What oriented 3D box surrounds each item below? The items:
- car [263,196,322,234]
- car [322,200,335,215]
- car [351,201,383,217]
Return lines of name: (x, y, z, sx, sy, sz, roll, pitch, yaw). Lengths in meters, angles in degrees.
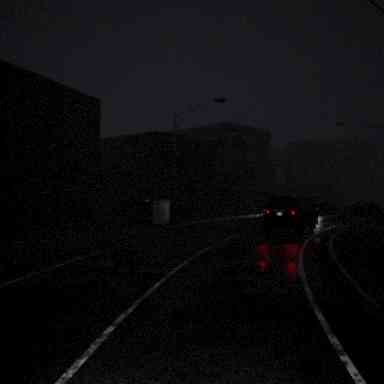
car: (5.971, 1.277, 19.880, 2.150, 2.045, 5.566, 1, 0, 30)
car: (13.056, 1.618, 34.317, 1.837, 1.490, 4.892, 1, 1, 45)
car: (17.871, 1.695, 33.824, 5.008, 1.535, 1.882, 1, 1, -45)
